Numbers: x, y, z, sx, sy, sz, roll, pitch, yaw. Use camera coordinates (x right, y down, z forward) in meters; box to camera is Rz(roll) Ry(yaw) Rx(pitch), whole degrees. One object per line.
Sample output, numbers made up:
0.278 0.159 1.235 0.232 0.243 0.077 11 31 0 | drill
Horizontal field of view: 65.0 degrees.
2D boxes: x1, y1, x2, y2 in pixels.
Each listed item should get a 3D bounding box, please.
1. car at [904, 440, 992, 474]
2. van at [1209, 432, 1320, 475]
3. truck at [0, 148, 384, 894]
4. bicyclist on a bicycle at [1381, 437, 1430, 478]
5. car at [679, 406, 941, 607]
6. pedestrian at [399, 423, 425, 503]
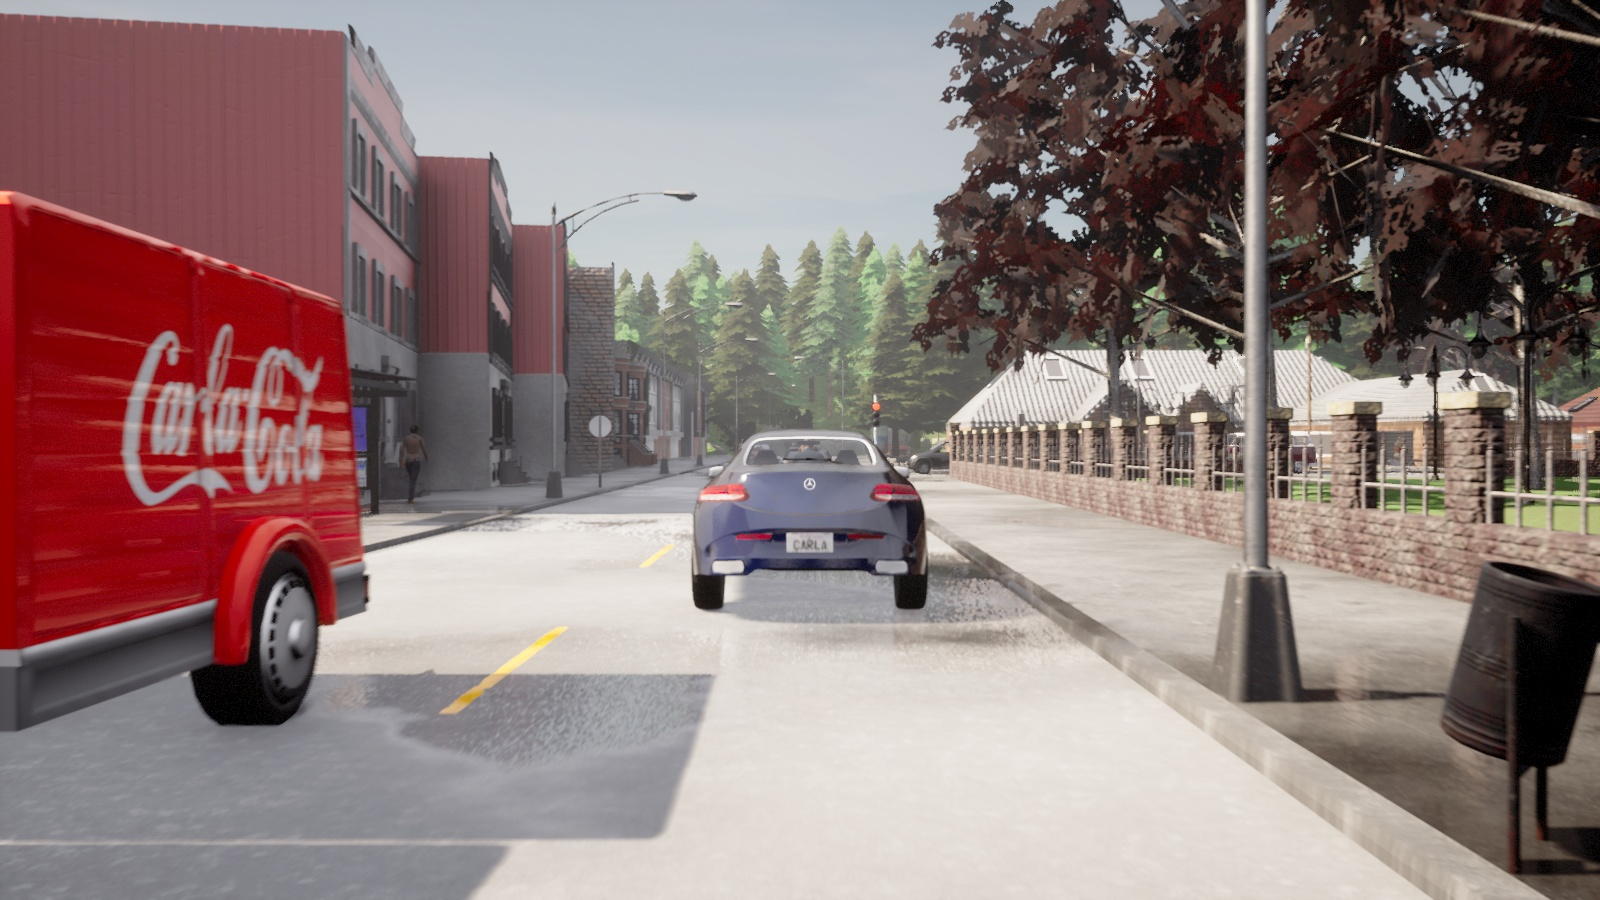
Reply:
7.003 0.313 59.821 3.988 1.617 1.851 0 0 0 | car
22.048 0.151 59.724 4.480 2.038 2.069 0 0 1 | van
-3.953 0.227 5.318 2.627 2.467 5.204 0 0 0 | truck
26.831 0.325 55.655 1.843 1.776 0.659 0 0 -1 | bicyclist on a bicycle
0.093 0.453 12.810 2.152 1.651 5.027 0 0 0 | car
-8.873 0.287 28.723 0.328 1.805 0.869 0 0 -1 | pedestrian
